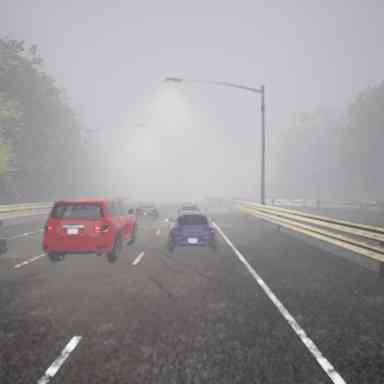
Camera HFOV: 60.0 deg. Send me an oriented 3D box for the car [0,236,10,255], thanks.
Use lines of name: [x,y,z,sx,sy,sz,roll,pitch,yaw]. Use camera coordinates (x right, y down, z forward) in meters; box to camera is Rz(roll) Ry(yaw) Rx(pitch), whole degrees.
car: [-6.955,1.550,8.563,2.033,1.411,5.357,0,0,0]

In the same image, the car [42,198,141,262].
car: [-3.478,1.226,12.315,2.150,2.045,5.566,0,0,0]

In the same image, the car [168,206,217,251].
car: [0.006,1.529,13.915,1.812,1.442,4.674,0,0,0]

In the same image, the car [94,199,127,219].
car: [-7.247,1.500,30.117,1.882,1.535,5.008,0,0,-1]

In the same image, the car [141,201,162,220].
car: [-3.717,1.510,28.578,2.128,1.511,4.902,0,0,-1]

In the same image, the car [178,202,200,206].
car: [-0.227,1.582,29.079,1.994,1.385,4.181,0,0,-1]
